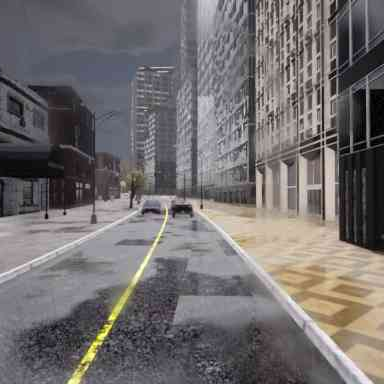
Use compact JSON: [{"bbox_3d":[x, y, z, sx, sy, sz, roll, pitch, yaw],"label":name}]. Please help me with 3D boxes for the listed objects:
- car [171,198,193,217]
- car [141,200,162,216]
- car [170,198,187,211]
[{"bbox_3d":[-0.927,1.484,31.051,2.128,1.511,4.902,0,0,-3],"label":"car"},{"bbox_3d":[-4.012,1.536,33.347,2.033,1.411,5.357,0,0,-4],"label":"car"},{"bbox_3d":[-1.810,1.532,42.836,2.033,1.411,5.357,0,0,-5],"label":"car"}]
